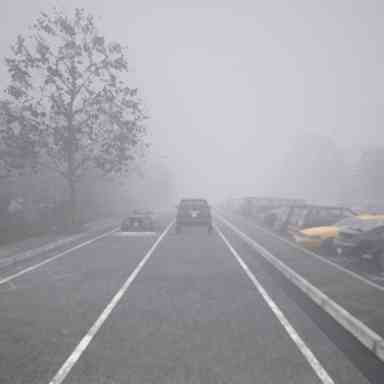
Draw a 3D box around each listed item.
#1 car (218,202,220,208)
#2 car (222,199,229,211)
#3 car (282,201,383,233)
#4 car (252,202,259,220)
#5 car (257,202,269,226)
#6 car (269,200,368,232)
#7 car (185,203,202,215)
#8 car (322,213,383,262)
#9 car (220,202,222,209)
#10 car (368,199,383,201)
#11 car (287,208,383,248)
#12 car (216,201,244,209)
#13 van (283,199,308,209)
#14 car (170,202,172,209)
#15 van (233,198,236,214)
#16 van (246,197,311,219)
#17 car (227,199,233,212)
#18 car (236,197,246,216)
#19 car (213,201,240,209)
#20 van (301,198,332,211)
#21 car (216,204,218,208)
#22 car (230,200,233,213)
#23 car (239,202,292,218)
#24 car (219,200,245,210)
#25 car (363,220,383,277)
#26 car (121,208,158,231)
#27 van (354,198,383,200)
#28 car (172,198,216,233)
[{"bbox_3d":[7.188,2.287,54.819,4.792,1.488,2.163,0,-1,0],"label":"car"},{"bbox_3d":[7.141,2.066,46.493,5.008,1.535,2.097,0,-1,0],"label":"car"},{"bbox_3d":[7.021,1.480,15.981,4.553,1.767,2.185,0,0,0],"label":"car"},{"bbox_3d":[7.078,1.703,24.308,4.674,1.452,2.002,0,0,0],"label":"car"},{"bbox_3d":[7.062,1.643,21.532,5.008,1.535,2.097,0,0,0],"label":"car"},{"bbox_3d":[7.028,1.499,18.757,4.553,1.767,2.185,0,0,0],"label":"car"},{"bbox_3d":[0.152,2.035,41.094,1.994,1.385,4.181,0,-1,0],"label":"car"},{"bbox_3d":[7.031,1.569,10.427,4.892,1.521,2.231,0,0,0],"label":"car"},{"bbox_3d":[7.154,2.234,52.044,4.674,1.452,2.002,0,-1,0],"label":"car"},{"bbox_3d":[20.182,1.742,32.425,5.008,1.535,2.097,0,-1,0],"label":"car"},{"bbox_3d":[6.859,1.584,13.204,5.366,1.575,1.946,0,0,0],"label":"car"},{"bbox_3d":[7.188,2.458,63.142,5.008,1.535,2.097,0,-1,0],"label":"car"},{"bbox_3d":[20.386,2.305,65.780,4.442,1.987,1.878,0,-2,0],"label":"van"},{"bbox_3d":[-3.170,2.489,63.752,1.882,1.535,5.008,0,-2,1],"label":"car"},{"bbox_3d":[6.989,1.586,35.397,4.442,1.987,1.878,0,-1,0],"label":"van"},{"bbox_3d":[6.966,1.456,27.086,4.442,1.987,1.878,0,0,0],"label":"van"},{"bbox_3d":[7.091,1.969,40.943,4.792,1.488,2.163,0,-1,0],"label":"car"},{"bbox_3d":[7.119,1.449,29.862,5.566,2.045,2.435,0,0,0],"label":"car"},{"bbox_3d":[7.011,2.621,68.681,5.366,1.575,1.946,0,-2,0],"label":"car"},{"bbox_3d":[20.355,2.024,54.585,4.442,1.987,1.878,0,-1,0],"label":"van"},{"bbox_3d":[7.138,2.069,57.601,5.566,2.045,2.435,0,-1,0],"label":"car"},{"bbox_3d":[7.116,1.916,38.166,4.674,1.452,2.002,0,-1,0],"label":"car"},{"bbox_3d":[7.127,1.778,32.610,4.792,1.488,2.163,0,-1,0],"label":"car"},{"bbox_3d":[7.205,2.261,60.369,4.553,1.767,2.185,0,-1,0],"label":"car"},{"bbox_3d":[7.036,1.550,7.651,4.892,1.521,2.231,0,0,0],"label":"car"},{"bbox_3d":[-3.329,1.736,21.819,1.994,1.385,4.181,0,-1,0],"label":"car"},{"bbox_3d":[20.068,1.580,35.200,4.442,1.987,1.878,0,-1,0],"label":"van"},{"bbox_3d":[0.119,1.388,21.155,2.150,2.045,5.566,0,0,0],"label":"car"}]
